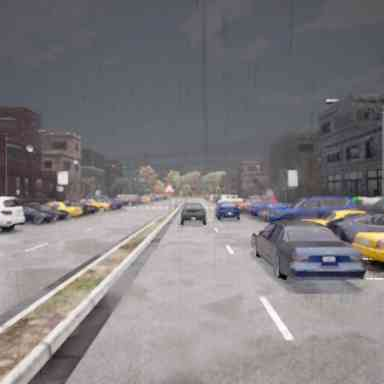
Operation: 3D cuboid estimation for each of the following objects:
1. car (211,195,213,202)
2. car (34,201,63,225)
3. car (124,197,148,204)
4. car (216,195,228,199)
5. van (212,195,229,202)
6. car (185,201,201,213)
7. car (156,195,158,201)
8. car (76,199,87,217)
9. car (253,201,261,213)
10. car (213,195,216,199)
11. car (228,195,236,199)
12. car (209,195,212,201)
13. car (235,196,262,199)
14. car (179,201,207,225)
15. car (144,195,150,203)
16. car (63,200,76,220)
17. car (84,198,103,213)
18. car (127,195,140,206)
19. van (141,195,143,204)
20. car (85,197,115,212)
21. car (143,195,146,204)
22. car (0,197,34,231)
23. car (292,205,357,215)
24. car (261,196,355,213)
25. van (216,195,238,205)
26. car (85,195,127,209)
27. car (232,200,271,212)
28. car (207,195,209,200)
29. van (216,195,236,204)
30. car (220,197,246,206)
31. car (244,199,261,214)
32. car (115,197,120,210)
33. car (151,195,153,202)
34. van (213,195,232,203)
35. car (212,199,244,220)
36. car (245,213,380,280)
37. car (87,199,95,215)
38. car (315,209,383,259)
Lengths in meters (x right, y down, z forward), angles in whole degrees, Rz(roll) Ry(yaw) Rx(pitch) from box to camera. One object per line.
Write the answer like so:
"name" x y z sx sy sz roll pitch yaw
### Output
"car" 7.614 1.992 79.091 4.674 1.452 2.002 0 0 0
"car" -12.625 1.630 24.834 4.792 1.488 2.163 0 0 0
"car" -12.595 1.902 74.854 5.008 1.535 2.097 0 0 0
"car" 7.655 1.605 59.787 5.566 2.045 2.435 0 0 0
"van" 7.727 1.789 90.121 4.442 1.987 1.878 0 0 0
"car" 0.095 1.833 42.166 1.895 1.301 4.718 0 0 -1
"car" -12.594 2.041 91.528 4.674 1.452 2.002 0 0 0
"car" -12.821 1.633 30.392 5.366 1.575 1.946 0 0 0
"car" 7.648 1.658 26.694 4.674 1.452 2.002 0 0 0
"car" 7.651 1.648 68.062 5.566 2.045 2.435 0 0 0
"car" 7.609 1.475 40.484 5.566 2.045 2.435 0 0 0
"car" 7.430 1.963 81.848 5.366 1.575 1.946 0 0 0
"car" 7.608 1.580 37.725 4.553 1.767 2.185 0 0 0
"car" 0.105 1.633 25.454 1.837 1.490 4.892 0 -1 0
"car" -12.416 1.885 72.075 5.366 1.575 1.946 0 0 0
"car" -12.615 1.647 27.612 4.792 1.488 2.163 0 0 0
"car" -12.622 1.672 35.825 5.008 1.535 2.097 0 0 0
"car" -12.598 1.828 60.957 4.892 1.521 2.231 0 0 0
"van" -12.719 1.632 66.517 4.442 1.987 1.878 0 0 0
"car" -12.614 1.709 41.500 5.008 1.535 2.097 0 0 0
"car" -12.604 1.913 69.295 4.674 1.452 2.002 0 0 0
"car" -12.701 1.317 19.275 5.566 2.045 2.435 0 0 0
"car" 7.836 1.543 15.668 5.366 1.575 1.946 0 0 0
"car" 7.620 1.328 21.182 5.566 2.045 2.435 0 0 0
"van" 7.505 1.686 70.820 4.442 1.987 1.878 0 0 0
"car" -12.579 1.493 47.060 5.566 2.045 2.435 0 0 0
"car" 7.638 1.788 43.240 4.674 1.452 2.002 0 0 0
"car" 7.637 1.781 92.879 5.566 2.045 2.435 0 0 0
"van" 7.735 1.712 76.336 4.442 1.987 1.878 0 0 0
"car" 7.656 1.745 62.422 4.553 1.767 2.185 0 0 0
"car" 7.640 1.701 32.208 4.674 1.452 2.002 0 0 0
"car" -12.602 1.728 44.280 4.892 1.521 2.231 0 0 0
"car" -12.595 1.932 80.414 5.008 1.535 2.097 0 0 0
"van" 7.730 1.755 84.608 4.442 1.987 1.878 0 0 0
"car" 3.103 1.640 29.849 1.882 1.535 5.008 0 0 0
"car" 3.111 1.586 10.061 2.033 1.411 5.357 0 0 0
"car" -12.655 1.684 33.169 4.792 1.488 2.163 0 0 0
"car" 7.682 1.562 12.910 4.792 1.488 2.163 0 0 0
